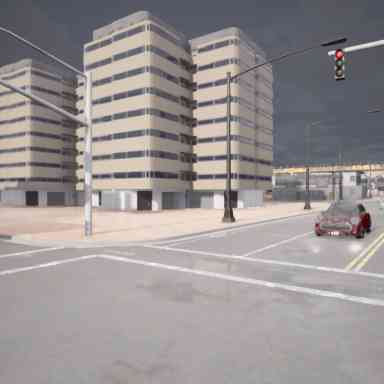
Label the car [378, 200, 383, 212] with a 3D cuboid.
[{"bbox_3d":[23.219,1.518,38.926,1.812,1.442,4.674,0,0,35],"label":"car"}]

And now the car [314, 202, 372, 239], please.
[{"bbox_3d":[7.977,1.344,17.385,2.097,1.767,4.553,0,0,35],"label":"car"}]
